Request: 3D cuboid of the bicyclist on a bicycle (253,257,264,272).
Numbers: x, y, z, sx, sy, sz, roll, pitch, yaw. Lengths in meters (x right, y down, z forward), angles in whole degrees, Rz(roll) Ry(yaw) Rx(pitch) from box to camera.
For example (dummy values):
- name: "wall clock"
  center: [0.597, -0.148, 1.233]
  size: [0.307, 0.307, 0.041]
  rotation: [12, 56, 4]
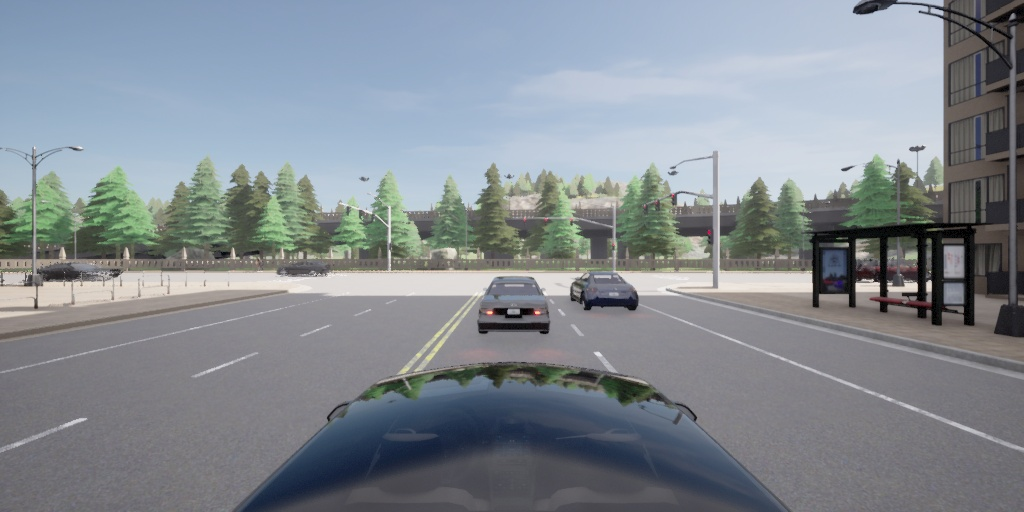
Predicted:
- name: "bicyclist on a bicycle"
  center: [-29.461, 0.993, 41.659]
  size: [0.582, 1.620, 1.656]
  rotation: [0, 0, 1]

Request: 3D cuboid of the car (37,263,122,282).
- name: "car"
  center: [-33.093, 1.219, 27.162]
  size: [4.674, 1.442, 1.812]
  rotation: [0, 0, 0]

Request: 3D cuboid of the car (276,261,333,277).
- name: "car"
  center: [-19.761, 1.197, 34.186]
  size: [4.892, 1.490, 1.837]
  rotation: [0, 0, 2]

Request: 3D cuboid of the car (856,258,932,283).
- name: "car"
  center: [27.807, 1.045, 26.362]
  size: [4.553, 1.767, 2.097]
  rotation: [0, 0, 2]

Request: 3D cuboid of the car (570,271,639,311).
- name: "car"
  center: [3.579, 1.313, 14.568]
  size: [1.994, 1.385, 4.181]
  rotation: [0, 0, 0]

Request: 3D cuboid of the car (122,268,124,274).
- name: "car"
  center: [-36.408, 1.293, 30.680]
  size: [4.718, 1.301, 1.895]
  rotation: [0, 0, -1]

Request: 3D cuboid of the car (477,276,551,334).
- name: "car"
  center: [0.060, 1.297, 10.558]
  size: [2.033, 1.411, 5.357]
  rotation: [0, 0, 1]
